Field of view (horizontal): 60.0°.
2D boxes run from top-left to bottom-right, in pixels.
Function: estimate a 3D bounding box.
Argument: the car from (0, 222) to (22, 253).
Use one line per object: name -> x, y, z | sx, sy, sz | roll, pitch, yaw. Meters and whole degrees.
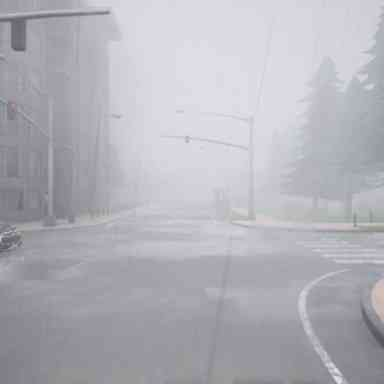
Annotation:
car -> -8.809, 1.411, 12.223 | 4.553, 1.767, 2.097 | 0, 0, -1
